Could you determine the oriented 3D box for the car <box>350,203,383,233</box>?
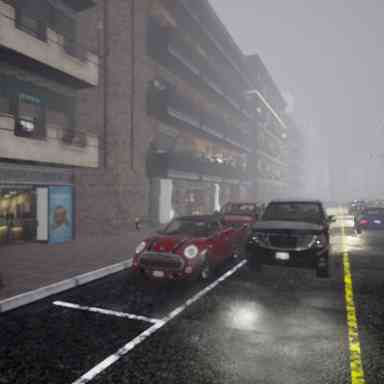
[{"bbox_3d":[10.439,1.577,19.188,2.033,1.411,5.357,0,0,24],"label":"car"}]

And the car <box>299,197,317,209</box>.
[{"bbox_3d":[16.008,1.494,45.888,1.967,1.590,4.097,0,0,24],"label":"car"}]

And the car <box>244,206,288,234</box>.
[{"bbox_3d":[4.574,1.603,20.131,1.802,1.307,4.206,0,0,24],"label":"car"}]

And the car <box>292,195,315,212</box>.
[{"bbox_3d":[13.723,1.363,40.737,2.192,1.841,5.009,0,0,24],"label":"car"}]

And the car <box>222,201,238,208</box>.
[{"bbox_3d":[2.289,1.329,14.979,2.192,1.841,5.009,0,0,24],"label":"car"}]

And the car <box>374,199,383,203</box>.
[{"bbox_3d":[21.449,1.582,37.489,1.752,1.417,4.829,0,0,24],"label":"car"}]

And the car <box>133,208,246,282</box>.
[{"bbox_3d":[0.001,1.447,9.827,1.967,1.590,4.097,0,0,24],"label":"car"}]

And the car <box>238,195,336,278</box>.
[{"bbox_3d":[3.378,1.234,10.807,2.150,2.045,5.566,0,0,24],"label":"car"}]

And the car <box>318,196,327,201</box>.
[{"bbox_3d":[34.302,1.651,87.100,2.008,1.369,4.403,0,0,24],"label":"car"}]

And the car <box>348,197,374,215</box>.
[{"bbox_3d":[17.139,1.597,34.253,2.033,1.411,5.357,0,0,24],"label":"car"}]

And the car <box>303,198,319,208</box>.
[{"bbox_3d":[18.295,1.605,51.041,1.887,1.381,4.507,0,0,24],"label":"car"}]
